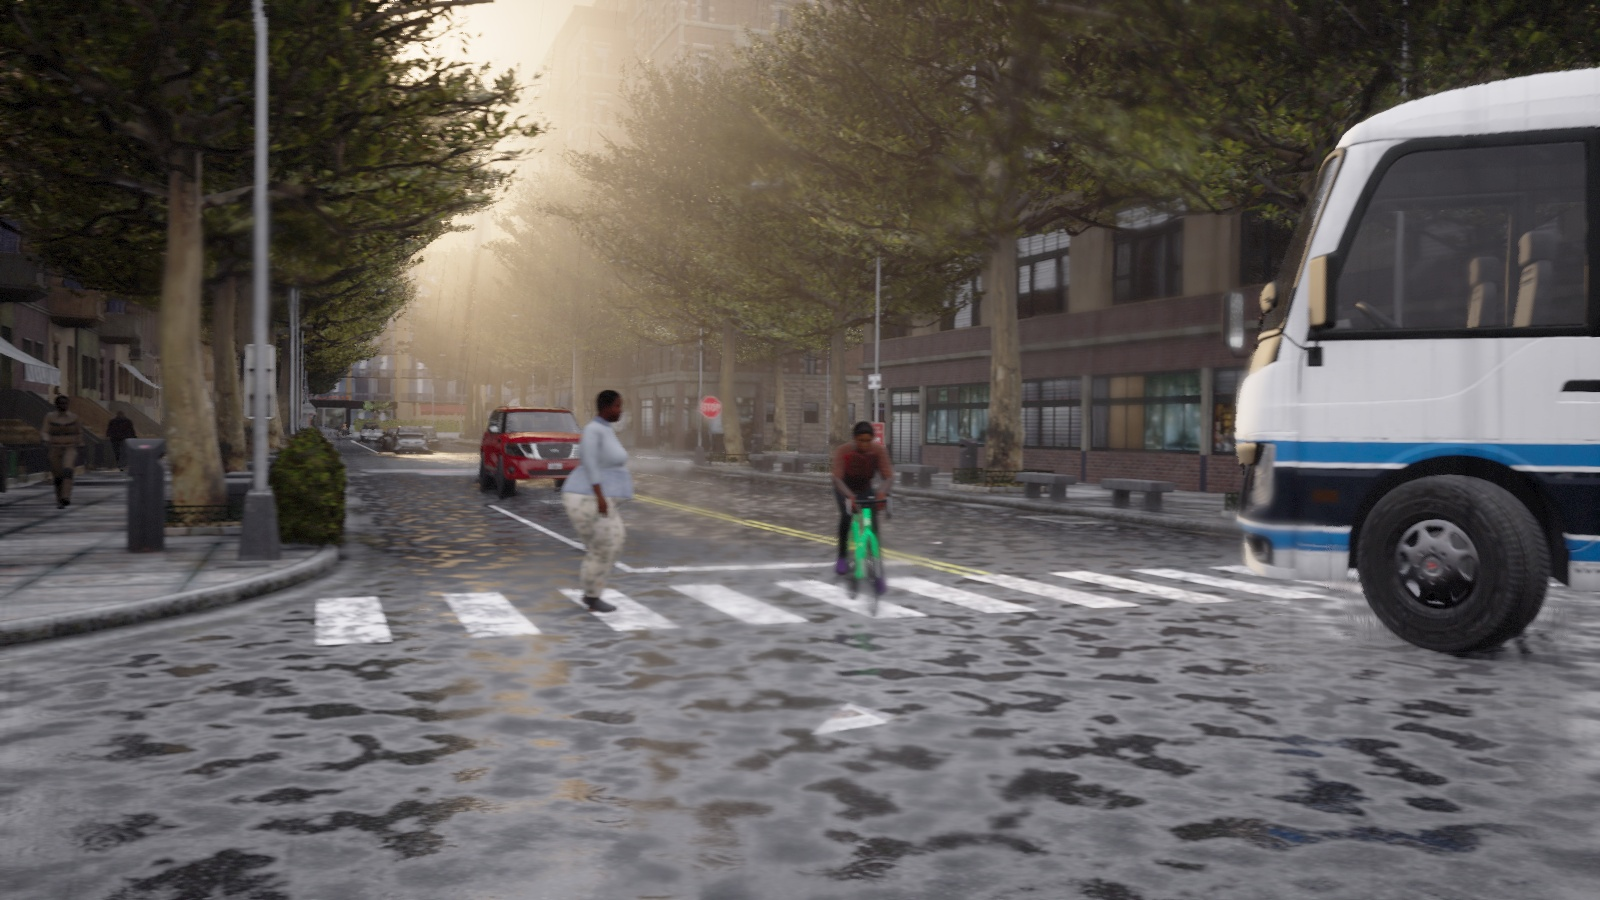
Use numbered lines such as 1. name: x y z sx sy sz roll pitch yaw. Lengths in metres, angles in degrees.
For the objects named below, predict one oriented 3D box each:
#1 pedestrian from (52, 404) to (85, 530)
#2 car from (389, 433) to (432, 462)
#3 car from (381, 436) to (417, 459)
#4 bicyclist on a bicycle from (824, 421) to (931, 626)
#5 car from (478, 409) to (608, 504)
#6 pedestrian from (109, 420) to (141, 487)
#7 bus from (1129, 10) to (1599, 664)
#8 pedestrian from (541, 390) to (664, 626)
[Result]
1. pedestrian: -11.481 0.258 19.718 0.396 1.930 0.692 -1 1 -28
2. car: -22.056 -0.173 71.071 2.007 1.525 4.514 -1 1 -21
3. car: -25.898 -0.177 81.025 1.994 1.385 4.181 -1 1 -21
4. bicyclist on a bicycle: 0.638 0.568 10.837 0.582 1.620 1.656 -2 1 -7
5. car: -6.298 0.093 30.255 2.150 2.045 5.566 -1 1 -21
6. pedestrian: -18.716 0.090 34.822 0.634 1.844 0.899 -1 1 -21
7. bus: 7.958 -0.815 9.232 10.273 4.253 3.944 0 2 21
8. pedestrian: -1.609 0.453 10.390 0.900 1.855 0.874 -1 1 -3
